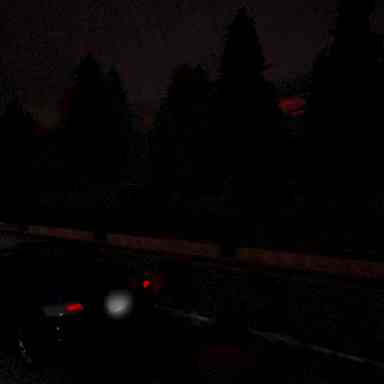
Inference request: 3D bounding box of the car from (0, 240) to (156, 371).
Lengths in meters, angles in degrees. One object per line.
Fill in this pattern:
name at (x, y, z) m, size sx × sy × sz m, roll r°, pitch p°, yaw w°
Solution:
car at (-2.650, 1.555, 5.737) m, size 4.181 × 1.385 × 1.994 m, roll 0°, pitch 0°, yaw 35°
